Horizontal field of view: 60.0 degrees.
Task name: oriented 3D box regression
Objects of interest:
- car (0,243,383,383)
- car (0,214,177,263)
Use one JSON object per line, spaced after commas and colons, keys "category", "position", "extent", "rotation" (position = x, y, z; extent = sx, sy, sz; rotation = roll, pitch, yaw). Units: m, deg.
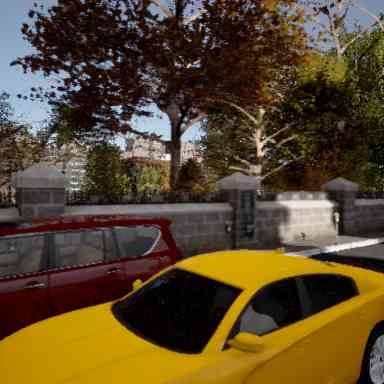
{"category": "car", "position": [0.435, 1.475, 3.688], "extent": [5.008, 1.535, 1.882], "rotation": [0, 0, -35]}
{"category": "car", "position": [-2.365, 1.314, 4.868], "extent": [5.009, 1.841, 2.192], "rotation": [0, 0, -35]}
